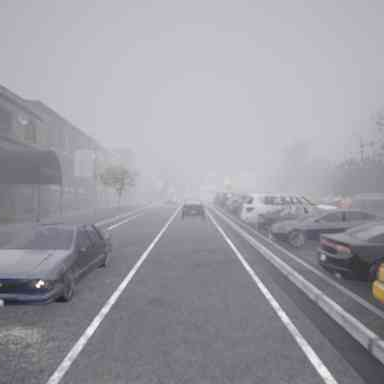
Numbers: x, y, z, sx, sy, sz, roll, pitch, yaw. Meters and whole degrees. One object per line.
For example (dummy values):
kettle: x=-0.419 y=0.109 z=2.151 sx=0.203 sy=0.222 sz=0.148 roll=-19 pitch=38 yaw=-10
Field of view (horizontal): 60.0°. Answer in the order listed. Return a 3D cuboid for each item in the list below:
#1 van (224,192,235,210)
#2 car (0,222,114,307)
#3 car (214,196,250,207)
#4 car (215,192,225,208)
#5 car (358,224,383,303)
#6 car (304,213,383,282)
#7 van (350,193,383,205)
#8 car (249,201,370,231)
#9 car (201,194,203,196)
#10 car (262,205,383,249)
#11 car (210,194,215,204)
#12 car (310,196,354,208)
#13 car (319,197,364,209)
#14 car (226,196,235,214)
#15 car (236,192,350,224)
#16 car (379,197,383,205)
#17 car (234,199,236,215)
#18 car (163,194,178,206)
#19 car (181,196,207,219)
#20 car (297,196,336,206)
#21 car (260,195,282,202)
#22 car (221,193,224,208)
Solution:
van: x=5.481 y=1.111 z=30.433 sx=4.442 sy=1.987 sz=1.878 roll=0 pitch=0 yaw=0
car: x=-3.350 y=1.498 z=8.339 sx=2.033 sy=1.411 sz=5.357 roll=0 pitch=0 yaw=0
car: x=5.591 y=1.326 z=47.248 sx=4.892 sy=1.521 sz=2.231 roll=0 pitch=0 yaw=0
car: x=5.622 y=1.071 z=36.038 sx=5.566 sy=2.045 sz=2.435 roll=0 pitch=0 yaw=0
car: x=5.814 y=1.434 z=5.207 sx=5.366 sy=1.575 sz=1.946 roll=0 pitch=0 yaw=0
car: x=5.620 y=1.420 z=8.007 sx=5.008 sy=1.535 sz=2.097 roll=0 pitch=0 yaw=0
van: x=18.791 y=1.102 z=33.299 sx=4.442 sy=1.987 sz=1.878 roll=0 pitch=0 yaw=0
car: x=5.609 y=1.383 z=16.412 sx=4.892 sy=1.521 sz=2.231 roll=0 pitch=0 yaw=0
car: x=0.083 y=1.346 z=43.482 sx=1.837 sy=1.490 sz=4.892 roll=0 pitch=0 yaw=0
car: x=5.588 y=1.423 z=13.614 sx=4.792 sy=1.488 sz=2.163 roll=0 pitch=0 yaw=0
car: x=5.624 y=1.068 z=44.448 sx=5.566 sy=2.045 sz=2.435 roll=0 pitch=0 yaw=0
car: x=18.681 y=1.319 z=44.435 sx=5.008 sy=1.535 sz=2.097 roll=0 pitch=0 yaw=0
car: x=18.677 y=1.357 z=41.649 sx=4.674 sy=1.452 sz=2.002 roll=0 pitch=0 yaw=0
car: x=5.593 y=1.347 z=27.629 sx=4.892 sy=1.521 sz=2.231 roll=0 pitch=0 yaw=0
car: x=5.638 y=1.122 z=19.218 sx=5.566 sy=2.045 sz=2.435 roll=0 pitch=0 yaw=0
car: x=18.676 y=1.386 z=27.728 sx=4.674 sy=1.452 sz=2.002 roll=0 pitch=0 yaw=0
car: x=5.600 y=1.364 z=22.023 sx=5.008 sy=1.535 sz=2.097 roll=0 pitch=0 yaw=0
car: x=-3.321 y=1.232 z=52.293 sx=2.097 sy=1.767 sz=4.553 roll=0 pitch=0 yaw=0
car: x=0.102 y=1.356 z=28.079 sx=1.882 sy=1.535 sz=5.008 roll=0 pitch=0 yaw=0
car: x=18.674 y=1.334 z=50.004 sx=5.008 sy=1.535 sz=2.097 roll=0 pitch=0 yaw=0
car: x=18.698 y=1.550 z=78.488 sx=4.674 sy=1.452 sz=2.002 roll=0 pitch=0 yaw=0
car: x=5.563 y=1.202 z=33.237 sx=4.553 sy=1.767 sz=2.185 roll=0 pitch=0 yaw=0
